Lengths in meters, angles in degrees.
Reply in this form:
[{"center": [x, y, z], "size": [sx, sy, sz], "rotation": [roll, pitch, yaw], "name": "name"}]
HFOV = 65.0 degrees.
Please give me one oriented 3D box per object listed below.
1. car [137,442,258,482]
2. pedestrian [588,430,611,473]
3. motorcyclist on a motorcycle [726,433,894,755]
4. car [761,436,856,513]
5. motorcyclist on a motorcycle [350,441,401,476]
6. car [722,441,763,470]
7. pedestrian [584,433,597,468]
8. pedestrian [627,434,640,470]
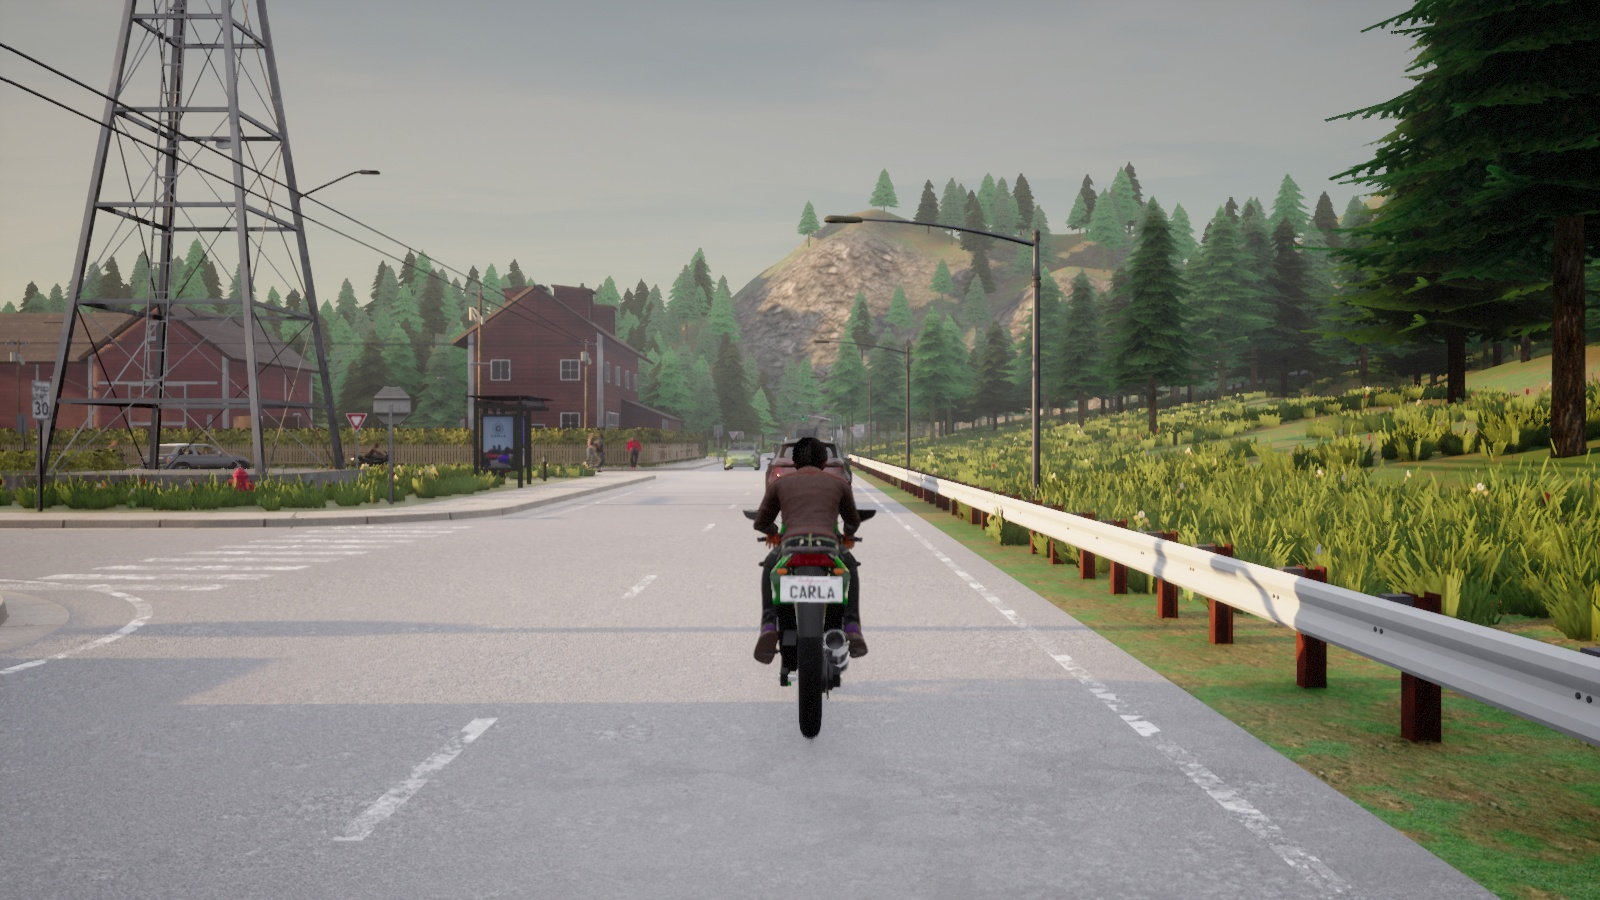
[{"center": [-23.108, 0.414, 48.292], "size": [1.970, 1.475, 3.806], "rotation": [0, 0, 25], "name": "car"}, {"center": [-8.848, 0.074, 55.324], "size": [0.849, 1.883, 0.563], "rotation": [0, 0, -31], "name": "pedestrian"}, {"center": [0.054, 0.687, 6.976], "size": [0.797, 1.523, 2.044], "rotation": [0, 0, 0], "name": "motorcyclist on a motorcycle"}, {"center": [0.210, 0.508, 29.172], "size": [2.033, 1.649, 4.856], "rotation": [0, 0, 1], "name": "car"}, {"center": [-19.550, 0.378, 57.825], "size": [2.044, 1.523, 0.797], "rotation": [0, 4, -34], "name": "motorcyclist on a motorcycle"}, {"center": [-3.106, 0.294, 68.449], "size": [2.007, 1.525, 4.514], "rotation": [0, 0, 0], "name": "car"}, {"center": [-10.898, 0.015, 65.365], "size": [0.594, 1.836, 0.345], "rotation": [0, 0, 5], "name": "pedestrian"}, {"center": [-8.584, 0.108, 64.728], "size": [0.634, 1.844, 0.899], "rotation": [0, 0, -5], "name": "pedestrian"}]
